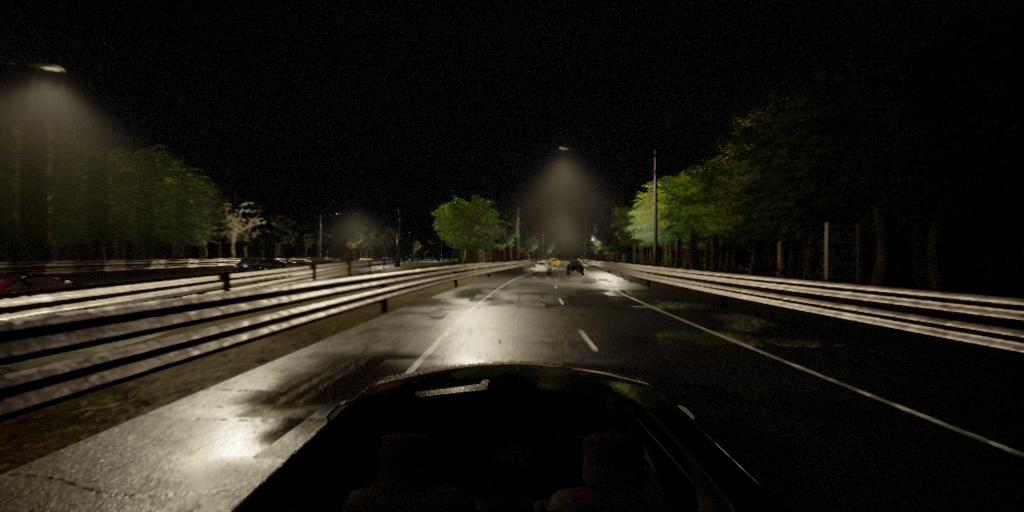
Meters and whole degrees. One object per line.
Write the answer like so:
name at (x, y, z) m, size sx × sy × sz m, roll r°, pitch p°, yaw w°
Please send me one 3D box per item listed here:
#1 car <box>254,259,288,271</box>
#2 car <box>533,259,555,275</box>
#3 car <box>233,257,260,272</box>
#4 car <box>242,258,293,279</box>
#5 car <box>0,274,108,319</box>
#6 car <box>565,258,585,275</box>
car at (-29.730, 1.069, 44.345) m, size 1.994 × 1.385 × 4.181 m, roll 0°, pitch 0°, yaw -11°
car at (3.439, 1.317, 39.799) m, size 1.812 × 1.442 × 4.674 m, roll 0°, pitch 0°, yaw 9°
car at (-23.774, 0.909, 33.522) m, size 2.097 × 1.767 × 4.553 m, roll 1°, pitch 0°, yaw -11°
car at (-19.197, 1.121, 28.719) m, size 1.812 × 1.442 × 4.674 m, roll 0°, pitch 0°, yaw -13°
car at (-14.575, 1.207, 10.621) m, size 1.994 × 1.385 × 4.181 m, roll 1°, pitch 0°, yaw -16°
car at (6.946, 1.322, 39.571) m, size 1.837 × 1.490 × 4.892 m, roll 0°, pitch 0°, yaw 9°
